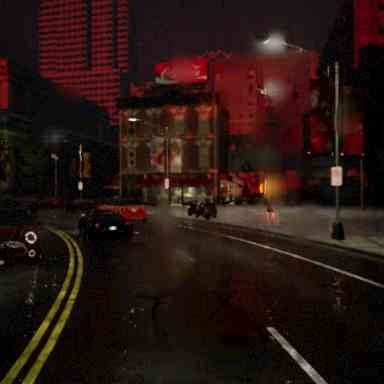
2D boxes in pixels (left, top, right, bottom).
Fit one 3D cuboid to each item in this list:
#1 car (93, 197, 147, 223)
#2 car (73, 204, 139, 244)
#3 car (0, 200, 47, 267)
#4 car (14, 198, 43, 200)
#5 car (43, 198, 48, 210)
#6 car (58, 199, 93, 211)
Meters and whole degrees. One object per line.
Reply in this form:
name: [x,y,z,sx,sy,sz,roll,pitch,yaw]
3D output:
car: [-5.019,1.229,23.531,2.097,1.767,4.553,-1,1,-35]
car: [-4.195,1.486,15.755,1.994,1.385,4.181,0,0,-26]
car: [-6.113,1.315,11.071,2.097,1.767,4.553,-1,0,-23]
car: [-15.555,1.424,29.736,4.674,1.442,1.812,0,0,40]
car: [-18.312,1.366,36.025,4.902,1.511,2.128,0,0,34]
car: [-12.003,1.435,35.590,4.718,1.301,1.895,0,0,42]
